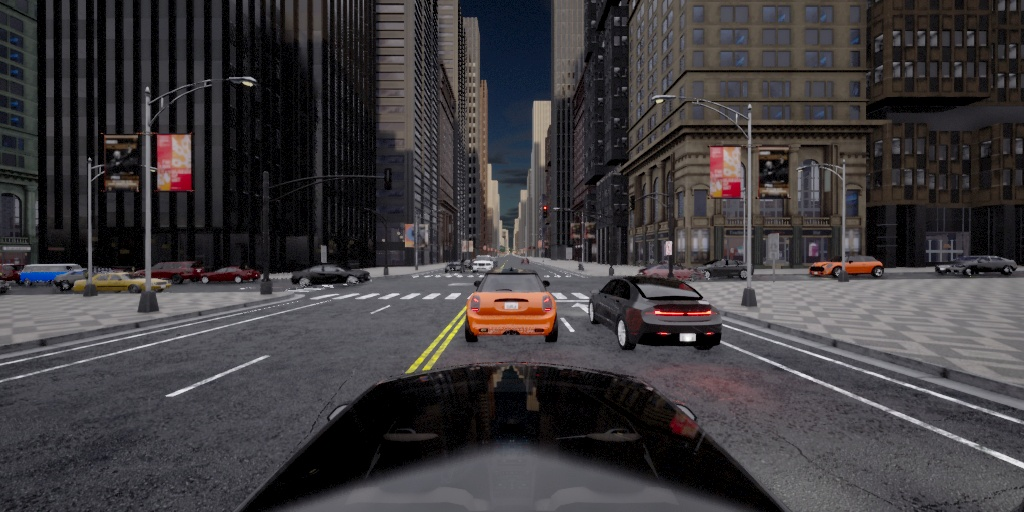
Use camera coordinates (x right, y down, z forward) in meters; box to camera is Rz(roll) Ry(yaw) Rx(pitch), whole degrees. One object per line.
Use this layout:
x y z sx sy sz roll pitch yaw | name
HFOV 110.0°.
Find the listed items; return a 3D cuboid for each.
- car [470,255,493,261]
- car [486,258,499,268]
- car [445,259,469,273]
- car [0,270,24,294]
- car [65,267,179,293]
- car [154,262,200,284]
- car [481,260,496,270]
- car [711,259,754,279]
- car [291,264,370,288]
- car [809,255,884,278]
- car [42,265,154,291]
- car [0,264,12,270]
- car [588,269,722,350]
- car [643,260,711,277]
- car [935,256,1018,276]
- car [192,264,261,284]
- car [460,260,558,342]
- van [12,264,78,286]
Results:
-3.444 0.956 43.292 2.150 2.045 5.566 0 0 0 | car
-3.456 1.207 63.531 2.128 1.511 4.902 0 0 0 | car
-6.692 1.299 42.450 1.994 1.385 4.181 0 0 0 | car
-33.819 1.753 22.083 4.403 1.370 2.007 0 0 0 | car
-23.878 1.595 22.084 4.829 1.417 1.751 0 0 0 | car
-29.125 1.417 30.617 5.009 1.841 2.192 0 0 0 | car
-3.451 1.290 53.264 1.994 1.385 4.181 0 0 1 | car
16.129 1.006 27.975 4.892 1.490 1.837 -1 0 0 | car
-12.631 1.330 25.142 5.008 1.535 1.882 -2 1 -6 | car
25.956 0.722 27.978 4.553 1.767 2.097 -1 0 0 | car
-28.413 1.609 24.746 4.902 1.511 2.128 -1 0 0 | car
-44.386 1.624 30.634 5.009 1.841 2.192 0 0 0 | car
3.236 1.255 9.036 1.837 1.490 4.892 0 0 0 | car
10.911 1.151 24.771 4.181 1.385 1.994 -1 0 0 | car
36.092 0.726 27.979 4.902 1.511 2.128 -1 0 0 | car
-24.037 1.578 30.611 4.507 1.381 1.888 0 0 0 | car
-0.006 1.102 9.897 2.097 1.767 4.553 0 0 0 | car
-39.299 1.581 30.628 3.998 1.789 1.690 0 0 0 | van
